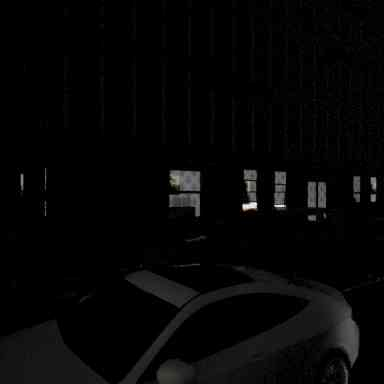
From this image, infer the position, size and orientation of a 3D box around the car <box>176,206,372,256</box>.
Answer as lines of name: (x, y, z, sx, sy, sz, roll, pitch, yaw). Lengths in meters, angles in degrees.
car: (1.937, 1.314, 8.105, 5.009, 1.841, 2.192, 0, 0, -35)

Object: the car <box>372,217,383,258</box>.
car: (6.468, 1.561, 11.329, 4.313, 1.339, 1.947, 0, 0, -35)

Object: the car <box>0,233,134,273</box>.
car: (-2.594, 1.440, 4.884, 4.097, 1.590, 1.967, 0, 0, -35)

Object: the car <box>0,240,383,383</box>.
car: (-0.177, 1.526, 3.252, 4.674, 1.442, 1.812, 0, 0, -35)
